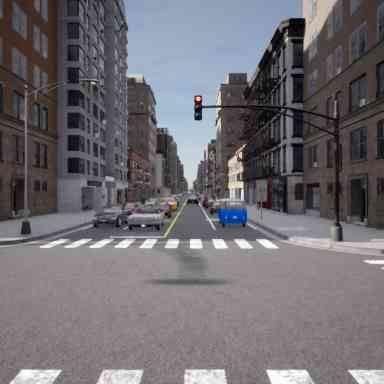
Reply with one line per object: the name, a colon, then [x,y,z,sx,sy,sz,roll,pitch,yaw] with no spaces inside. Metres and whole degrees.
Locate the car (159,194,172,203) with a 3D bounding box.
car: [-5.358,1.292,67.868,2.192,1.841,5.009,0,0,0]

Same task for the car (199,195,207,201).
car: [2.675,1.530,84.913,1.947,1.339,4.313,0,0,0]

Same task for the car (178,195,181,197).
car: [-2.788,1.591,50.018,1.895,1.301,4.718,0,0,0]

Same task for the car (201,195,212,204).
car: [2.665,1.422,62.188,1.967,1.590,4.097,0,0,0]

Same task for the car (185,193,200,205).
car: [0.135,1.463,56.841,1.882,1.535,5.008,0,0,0]

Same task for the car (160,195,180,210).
car: [-2.826,1.474,39.912,1.882,1.535,5.008,0,0,0]

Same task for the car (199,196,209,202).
car: [2.670,1.524,73.550,2.008,1.369,4.403,0,0,0]

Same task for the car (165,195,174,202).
car: [-5.353,1.409,79.232,1.967,1.590,4.097,0,0,0]

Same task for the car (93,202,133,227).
car: [-5.378,1.549,22.413,2.008,1.369,4.403,0,0,0]

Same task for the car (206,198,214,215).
car: [2.652,1.580,33.781,1.802,1.307,4.206,0,0,0]

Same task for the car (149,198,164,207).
car: [-5.365,1.556,50.823,1.947,1.339,4.313,0,0,0]

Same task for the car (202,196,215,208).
car: [2.657,1.576,45.144,1.802,1.307,4.206,0,0,0]

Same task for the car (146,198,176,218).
car: [-2.833,1.562,30.266,1.994,1.385,4.181,0,0,0]

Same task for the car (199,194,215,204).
car: [2.660,1.305,50.825,2.192,1.841,5.009,0,0,0]

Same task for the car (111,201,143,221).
car: [-5.376,1.543,28.095,1.887,1.381,4.507,0,0,0]

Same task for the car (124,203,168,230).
car: [-2.811,1.600,21.121,1.895,1.301,4.718,0,0,-1]

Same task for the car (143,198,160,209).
car: [-5.368,1.519,44.971,1.752,1.417,4.829,0,0,0]

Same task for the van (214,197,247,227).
van: [2.647,1.340,22.419,1.690,1.788,3.998,0,0,0]
